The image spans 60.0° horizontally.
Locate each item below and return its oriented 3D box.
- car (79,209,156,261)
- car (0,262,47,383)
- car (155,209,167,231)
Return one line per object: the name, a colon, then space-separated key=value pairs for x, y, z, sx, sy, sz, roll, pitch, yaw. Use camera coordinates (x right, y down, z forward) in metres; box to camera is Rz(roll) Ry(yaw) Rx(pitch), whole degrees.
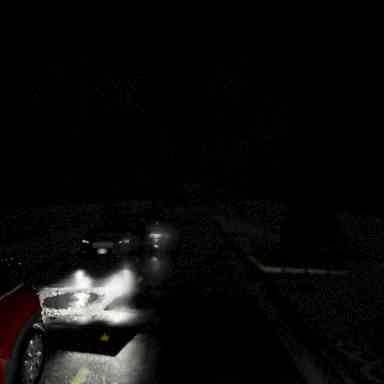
car: x=-2.844 y=1.639 z=12.994 sx=2.128 sy=1.511 sz=4.902 roll=0 pitch=-1 yaw=0
car: x=-2.850 y=1.378 z=2.214 sx=2.097 sy=1.767 sz=4.553 roll=0 pitch=-1 yaw=0
car: x=-2.759 y=1.871 z=22.878 sx=2.033 sy=1.411 sz=5.357 roll=0 pitch=-1 yaw=0
